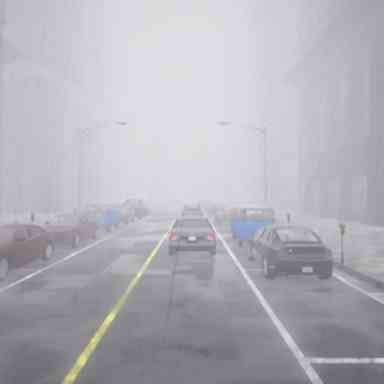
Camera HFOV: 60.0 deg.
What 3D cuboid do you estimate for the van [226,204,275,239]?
[{"bbox_3d":[2.777,1.492,15.772,1.690,1.788,3.998,0,-1,0],"label":"van"}]

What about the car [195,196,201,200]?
[{"bbox_3d":[2.462,2.133,78.987,2.097,1.767,4.553,0,-1,0],"label":"car"}]

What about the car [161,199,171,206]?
[{"bbox_3d":[-5.695,2.288,71.947,1.802,1.307,4.206,0,-1,0],"label":"car"}]

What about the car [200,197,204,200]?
[{"bbox_3d":[2.820,2.157,60.718,1.947,1.339,4.313,0,-1,0],"label":"car"}]

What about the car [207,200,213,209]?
[{"bbox_3d":[2.799,1.950,38.244,1.802,1.307,4.206,0,-1,0],"label":"car"}]

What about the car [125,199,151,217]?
[{"bbox_3d":[-5.732,1.628,32.623,2.192,1.841,5.009,0,-1,0],"label":"car"}]

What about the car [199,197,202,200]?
[{"bbox_3d":[2.825,2.193,66.337,1.887,1.381,4.507,0,-1,0],"label":"car"}]

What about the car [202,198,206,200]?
[{"bbox_3d":[2.809,2.005,49.651,1.752,1.417,4.829,0,-1,0],"label":"car"}]

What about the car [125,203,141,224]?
[{"bbox_3d":[-5.737,1.810,27.003,2.008,1.369,4.403,0,-1,0],"label":"car"}]

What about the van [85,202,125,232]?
[{"bbox_3d":[-5.742,1.546,21.387,1.690,1.788,3.998,0,-1,0],"label":"van"}]

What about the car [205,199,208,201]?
[{"bbox_3d":[2.804,2.004,43.862,1.802,1.307,4.206,0,-1,0],"label":"car"}]

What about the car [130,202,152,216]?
[{"bbox_3d":[-5.727,1.891,38.070,1.752,1.417,4.829,0,-1,0],"label":"car"}]

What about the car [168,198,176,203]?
[{"bbox_3d":[-5.674,2.502,94.420,1.947,1.339,4.313,0,-1,0],"label":"car"}]

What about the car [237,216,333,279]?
[{"bbox_3d":[2.772,1.648,10.151,2.008,1.369,4.403,0,-1,0],"label":"car"}]

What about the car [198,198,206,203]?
[{"bbox_3d":[2.851,2.487,94.429,2.008,1.369,4.403,0,-1,0],"label":"car"}]

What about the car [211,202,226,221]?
[{"bbox_3d":[2.788,1.786,27.177,1.752,1.417,4.829,0,-1,0],"label":"car"}]

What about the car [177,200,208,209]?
[{"bbox_3d":[0.031,1.774,29.296,2.128,1.511,4.902,0,0,0],"label":"car"}]

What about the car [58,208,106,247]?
[{"bbox_3d":[-5.748,1.696,15.766,1.887,1.381,4.507,0,-1,0],"label":"car"}]

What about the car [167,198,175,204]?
[{"bbox_3d":[-5.679,2.423,88.802,1.887,1.381,4.507,0,-1,0],"label":"car"}]

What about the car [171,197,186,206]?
[{"bbox_3d":[-2.933,2.246,71.008,1.994,1.385,4.181,0,-1,0],"label":"car"}]

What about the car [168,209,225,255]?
[{"bbox_3d":[0.014,1.681,13.988,2.033,1.411,5.357,0,-1,0],"label":"car"}]

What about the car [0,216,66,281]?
[{"bbox_3d":[-5.753,1.642,10.149,1.887,1.381,4.507,0,-1,0],"label":"car"}]
